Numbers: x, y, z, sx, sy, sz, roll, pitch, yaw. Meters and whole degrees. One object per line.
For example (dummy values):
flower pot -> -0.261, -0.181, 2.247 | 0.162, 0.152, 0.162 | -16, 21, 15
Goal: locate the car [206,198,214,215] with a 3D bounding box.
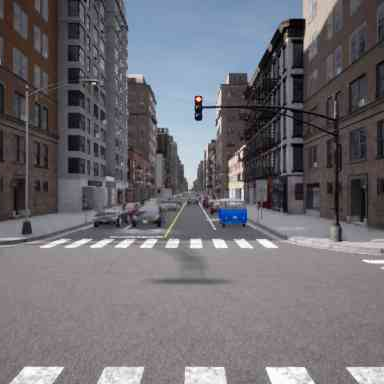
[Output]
car -> 2.676, 1.581, 33.844 | 1.802, 1.307, 4.206 | 0, 0, 0

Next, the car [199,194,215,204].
car -> 2.696, 1.306, 50.889 | 2.192, 1.841, 5.009 | 0, 0, 0

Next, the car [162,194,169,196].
car -> -5.317, 1.549, 62.256 | 1.947, 1.339, 4.313 | 0, 0, 0

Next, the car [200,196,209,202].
car -> 2.721, 1.525, 73.614 | 2.008, 1.369, 4.403 | 0, 0, 0

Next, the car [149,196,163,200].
car -> -5.336, 1.520, 45.040 | 1.752, 1.417, 4.829 | 0, 0, 0

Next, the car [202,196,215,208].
car -> 2.689, 1.577, 45.207 | 1.802, 1.307, 4.206 | 0, 0, 0

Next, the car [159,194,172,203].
car -> -5.310, 1.294, 67.937 | 2.192, 1.841, 5.009 | 0, 0, 0

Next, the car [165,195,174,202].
car -> -5.297, 1.411, 79.301 | 1.967, 1.590, 4.097 | 0, 0, 0

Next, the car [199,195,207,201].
car -> 2.734, 1.532, 84.976 | 1.947, 1.339, 4.313 | 0, 0, 0

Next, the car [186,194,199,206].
car -> 0.168, 1.479, 55.380 | 2.128, 1.511, 4.902 | 0, 0, 0

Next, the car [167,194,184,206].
car -> -2.707, 1.552, 55.202 | 1.994, 1.385, 4.181 | 0, 0, 0

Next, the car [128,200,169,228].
car -> -2.823, 1.525, 22.406 | 1.812, 1.442, 4.674 | 0, 0, 0

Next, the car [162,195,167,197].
car -> -5.330, 1.557, 50.892 | 1.947, 1.339, 4.313 | 0, 0, 0

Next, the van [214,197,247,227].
van -> 2.663, 1.340, 22.482 | 1.690, 1.788, 3.998 | 0, 0, 0

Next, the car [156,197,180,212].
car -> -2.799, 1.598, 39.333 | 1.895, 1.301, 4.718 | 0, 0, 0

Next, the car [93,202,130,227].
car -> -5.362, 1.550, 22.483 | 2.008, 1.369, 4.403 | 0, 0, 0

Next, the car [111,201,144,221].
car -> -5.356, 1.544, 28.164 | 1.887, 1.381, 4.507 | 0, 0, 0
